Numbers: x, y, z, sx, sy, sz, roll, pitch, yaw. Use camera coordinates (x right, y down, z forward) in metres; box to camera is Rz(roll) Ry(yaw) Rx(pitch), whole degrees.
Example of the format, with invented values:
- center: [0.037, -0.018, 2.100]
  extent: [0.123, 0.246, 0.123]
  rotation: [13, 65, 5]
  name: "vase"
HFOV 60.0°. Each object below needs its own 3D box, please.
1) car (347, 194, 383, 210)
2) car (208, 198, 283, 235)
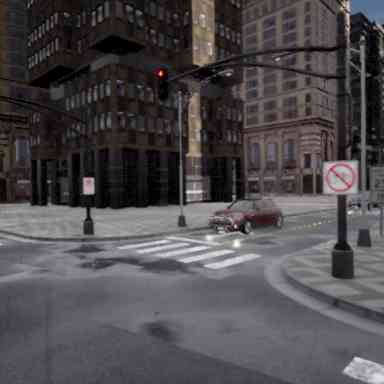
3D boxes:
- center: [16.709, 0.938, 31.975]
  extent: [2.033, 1.411, 5.357]
  rotation: [0, 1, 44]
  name: "car"
- center: [2.915, 1.133, 17.644]
  extent: [2.097, 1.767, 4.553]
  rotation: [0, 1, 44]
  name: "car"
